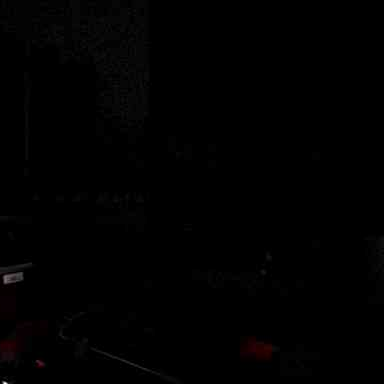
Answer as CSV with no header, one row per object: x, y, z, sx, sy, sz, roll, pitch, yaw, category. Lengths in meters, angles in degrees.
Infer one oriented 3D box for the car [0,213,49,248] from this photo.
-4.500,1.315,6.156,5.009,1.841,2.192,0,0,35,car

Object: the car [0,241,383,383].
-0.066,1.440,3.007,4.097,1.590,1.967,0,0,35,car
